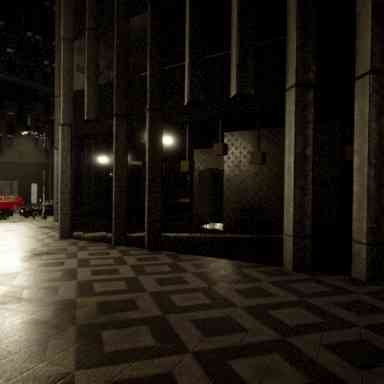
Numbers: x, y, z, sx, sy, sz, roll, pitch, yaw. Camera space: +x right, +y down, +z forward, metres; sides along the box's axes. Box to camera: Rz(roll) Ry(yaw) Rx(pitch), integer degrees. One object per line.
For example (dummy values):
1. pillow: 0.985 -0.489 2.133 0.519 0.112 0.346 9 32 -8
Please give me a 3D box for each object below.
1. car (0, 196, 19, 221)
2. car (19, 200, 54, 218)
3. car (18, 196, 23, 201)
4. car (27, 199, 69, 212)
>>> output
1. car: -17.147 1.462 26.631 2.192 1.841 5.009 1 0 35
2. car: -13.895 1.742 31.242 1.947 1.339 4.313 1 0 35
3. car: -20.849 1.353 36.167 2.192 1.841 5.009 1 0 35
4. car: -17.596 1.634 40.776 1.947 1.339 4.313 1 0 35
